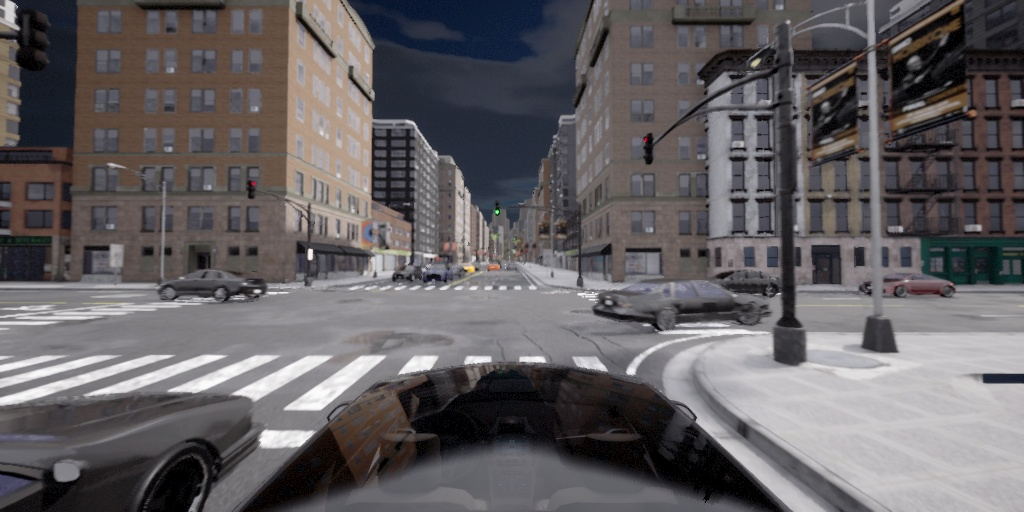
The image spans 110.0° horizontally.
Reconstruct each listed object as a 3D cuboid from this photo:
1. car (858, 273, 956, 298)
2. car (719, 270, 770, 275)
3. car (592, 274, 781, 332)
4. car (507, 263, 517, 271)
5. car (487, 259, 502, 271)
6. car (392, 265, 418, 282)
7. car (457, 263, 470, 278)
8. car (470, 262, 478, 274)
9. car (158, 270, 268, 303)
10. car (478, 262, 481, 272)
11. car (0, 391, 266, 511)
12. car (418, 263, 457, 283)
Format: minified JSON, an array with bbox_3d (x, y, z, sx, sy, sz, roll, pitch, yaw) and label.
[{"bbox_3d":[23.092,1.684,21.083,4.181,1.385,1.994,0,-1,1],"label":"car"},{"bbox_3d":[13.129,1.596,21.074,4.892,1.490,1.837,0,-1,0],"label":"car"},{"bbox_3d":[5.148,1.375,10.866,5.357,1.411,2.033,0,-2,-17],"label":"car"},{"bbox_3d":[0.003,1.956,64.420,2.128,1.511,4.902,0,-1,0],"label":"car"},{"bbox_3d":[-3.247,1.808,63.666,2.097,1.767,4.553,0,-1,0],"label":"car"},{"bbox_3d":[-9.801,1.630,34.057,1.837,1.490,4.892,0,-1,3],"label":"car"},{"bbox_3d":[-6.553,1.701,41.506,2.128,1.511,4.902,0,-1,0],"label":"car"},{"bbox_3d":[-6.498,1.800,51.482,1.882,1.535,5.008,0,-1,0],"label":"car"},{"bbox_3d":[-14.489,1.422,17.439,4.892,1.490,1.837,0,-5,9],"label":"car"},{"bbox_3d":[-6.497,1.785,61.516,2.097,1.767,4.553,0,-1,0],"label":"car"},{"bbox_3d":[-3.167,1.287,0.792,2.033,1.411,5.357,0,-1,-1],"label":"car"},{"bbox_3d":[-6.587,1.458,32.369,2.097,1.767,4.553,0,-1,0],"label":"car"}]
